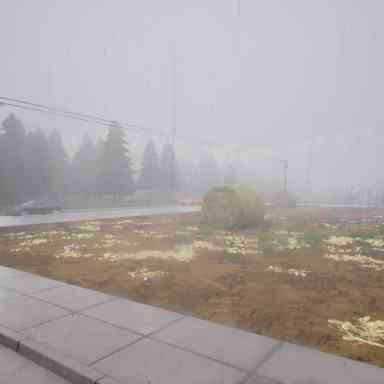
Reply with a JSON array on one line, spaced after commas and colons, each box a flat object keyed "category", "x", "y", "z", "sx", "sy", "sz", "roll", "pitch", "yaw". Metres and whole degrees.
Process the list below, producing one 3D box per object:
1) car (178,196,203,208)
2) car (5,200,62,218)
[{"category": "car", "x": -0.033, "y": 1.377, "z": 50.221, "sx": 2.097, "sy": 1.767, "sz": 4.553, "roll": 0, "pitch": 0, "yaw": 37}, {"category": "car", "x": -14.532, "y": 1.531, "z": 30.743, "sx": 1.837, "sy": 1.490, "sz": 4.892, "roll": 0, "pitch": 0, "yaw": 37}]
